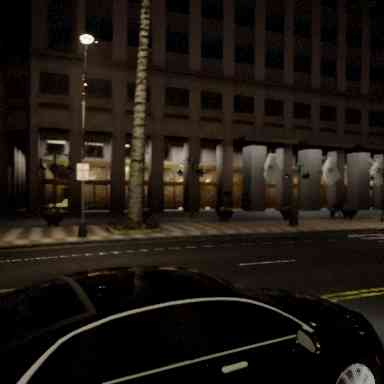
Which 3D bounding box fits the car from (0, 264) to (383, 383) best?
[{"bbox_3d":[-0.168,1.500,3.166,4.892,1.490,1.837,0,0,-31],"label":"car"}]
